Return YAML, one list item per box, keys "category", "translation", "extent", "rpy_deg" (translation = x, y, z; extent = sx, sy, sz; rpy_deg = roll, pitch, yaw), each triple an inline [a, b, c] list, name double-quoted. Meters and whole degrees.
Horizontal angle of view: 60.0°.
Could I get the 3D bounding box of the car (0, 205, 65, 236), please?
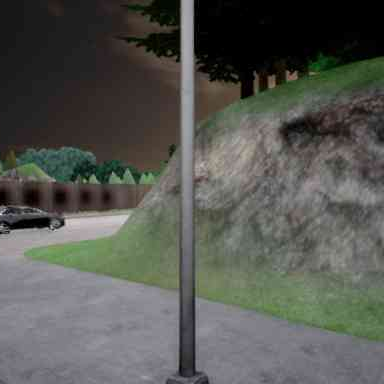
- category: "car"
  translation: [-9.481, 1.493, 18.492]
  extent: [2.128, 1.511, 4.902]
  rpy_deg: [0, 0, 36]
